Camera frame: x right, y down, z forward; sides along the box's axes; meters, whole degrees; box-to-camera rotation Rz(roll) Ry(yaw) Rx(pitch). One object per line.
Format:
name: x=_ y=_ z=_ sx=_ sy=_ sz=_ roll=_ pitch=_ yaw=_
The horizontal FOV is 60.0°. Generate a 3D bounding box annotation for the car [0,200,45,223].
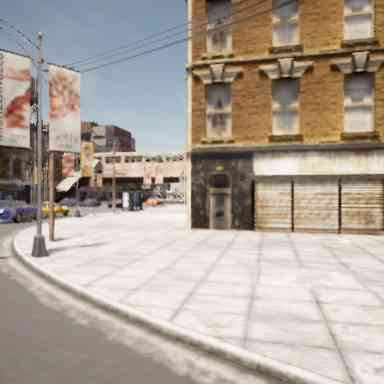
car: x=-13.961 y=1.457 z=26.422 sx=2.097 sy=1.767 sz=4.553 roll=0 pitch=0 yaw=-1

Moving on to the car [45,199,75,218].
car: x=-13.587 y=1.589 z=31.579 sx=1.801 sy=1.575 sz=5.366 roll=0 pitch=0 yaw=9

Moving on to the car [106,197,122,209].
car: x=-11.043 y=1.840 z=50.575 sx=1.895 sy=1.301 sz=4.718 roll=0 pitch=0 yaw=15

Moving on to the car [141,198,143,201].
car: x=-14.900 y=2.029 z=89.956 sx=1.895 sy=1.301 sz=4.718 roll=0 pitch=0 yaw=13

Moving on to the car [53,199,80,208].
car: x=-20.296 y=1.797 z=54.022 sx=1.994 sy=1.385 sz=4.181 roll=0 pitch=0 yaw=14

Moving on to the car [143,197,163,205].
car: x=-7.142 y=1.672 z=64.381 sx=2.097 sy=1.767 sz=4.553 roll=0 pitch=0 yaw=13

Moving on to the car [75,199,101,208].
car: x=-16.619 y=1.808 z=54.347 sx=1.994 sy=1.385 sz=4.181 roll=0 pitch=0 yaw=14
